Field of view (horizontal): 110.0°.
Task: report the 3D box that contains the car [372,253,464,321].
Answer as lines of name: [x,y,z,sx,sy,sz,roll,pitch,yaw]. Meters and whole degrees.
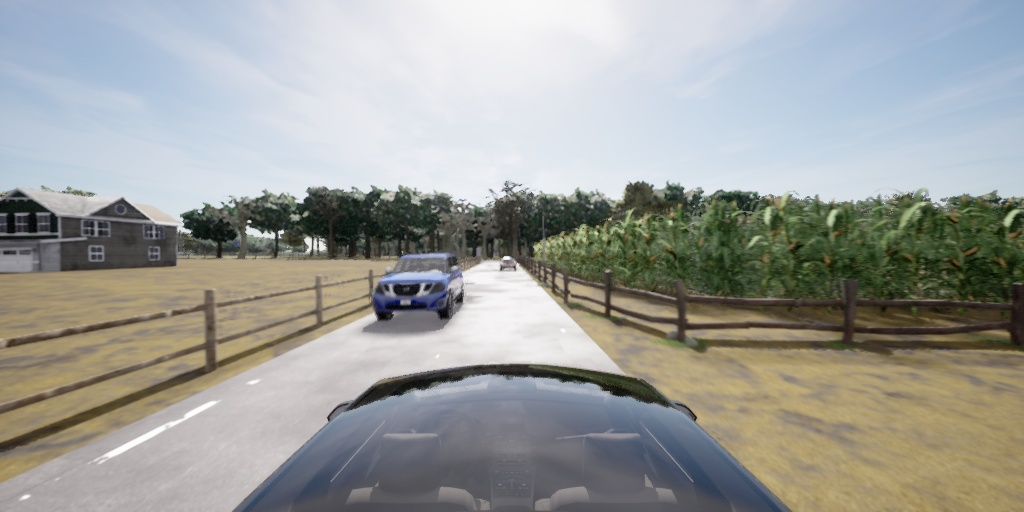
car: [-2.991,0.913,12.671,2.150,2.045,5.566,-1,0,-1]

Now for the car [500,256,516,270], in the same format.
car: [-0.464,0.956,42.235,1.895,1.301,4.718,-1,0,-1]
